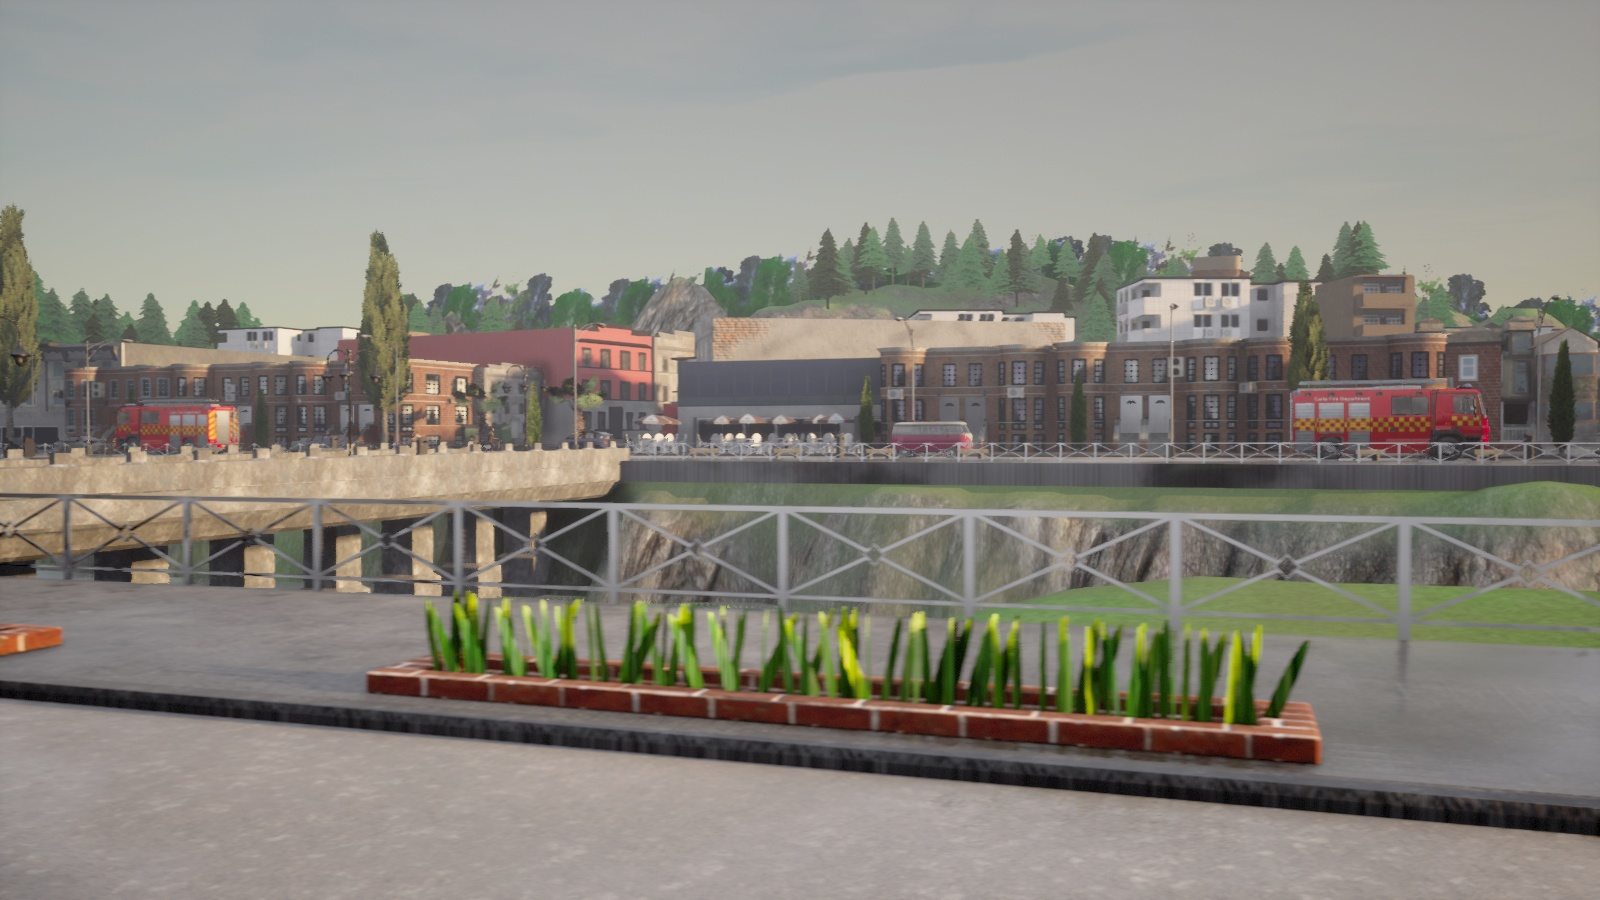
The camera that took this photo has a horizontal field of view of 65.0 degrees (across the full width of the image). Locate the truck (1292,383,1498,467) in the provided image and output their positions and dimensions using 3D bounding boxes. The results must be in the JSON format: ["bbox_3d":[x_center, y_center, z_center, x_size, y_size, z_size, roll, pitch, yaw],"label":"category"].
[{"bbox_3d":[27.928,-1.184,59.395,8.468,3.827,2.891,1,1,19],"label":"truck"}]

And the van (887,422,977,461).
[{"bbox_3d":[7.003,-0.458,66.441,4.442,1.987,1.775,1,1,19],"label":"van"}]

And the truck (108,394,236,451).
[{"bbox_3d":[-43.876,-1.908,87.748,8.468,3.827,2.891,1,1,19],"label":"truck"}]

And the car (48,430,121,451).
[{"bbox_3d":[-48.489,-0.655,85.096,4.181,1.385,1.994,1,1,19],"label":"car"}]

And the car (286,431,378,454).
[{"bbox_3d":[-29.307,-0.496,78.649,5.357,1.411,2.033,1,1,19],"label":"car"}]

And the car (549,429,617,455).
[{"bbox_3d":[-13.378,-0.487,77.514,3.705,1.549,1.789,1,1,19],"label":"car"}]
